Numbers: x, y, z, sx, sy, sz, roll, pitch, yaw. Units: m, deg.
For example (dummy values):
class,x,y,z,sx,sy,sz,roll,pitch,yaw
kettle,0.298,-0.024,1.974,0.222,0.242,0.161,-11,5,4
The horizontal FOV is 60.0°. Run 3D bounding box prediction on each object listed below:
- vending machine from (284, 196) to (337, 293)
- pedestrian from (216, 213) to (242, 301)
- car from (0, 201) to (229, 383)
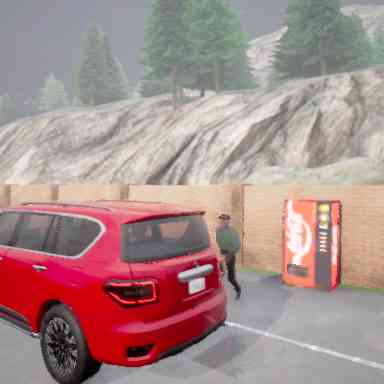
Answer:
class,x,y,z,sx,sy,sz,roll,pitch,yaw
vending machine,2.860,1.167,7.981,0.880,2.100,1.100,1,1,36
pedestrian,0.646,1.253,6.422,0.375,1.860,0.375,1,1,37
car,-2.064,1.157,5.532,5.566,2.045,2.150,1,1,37
